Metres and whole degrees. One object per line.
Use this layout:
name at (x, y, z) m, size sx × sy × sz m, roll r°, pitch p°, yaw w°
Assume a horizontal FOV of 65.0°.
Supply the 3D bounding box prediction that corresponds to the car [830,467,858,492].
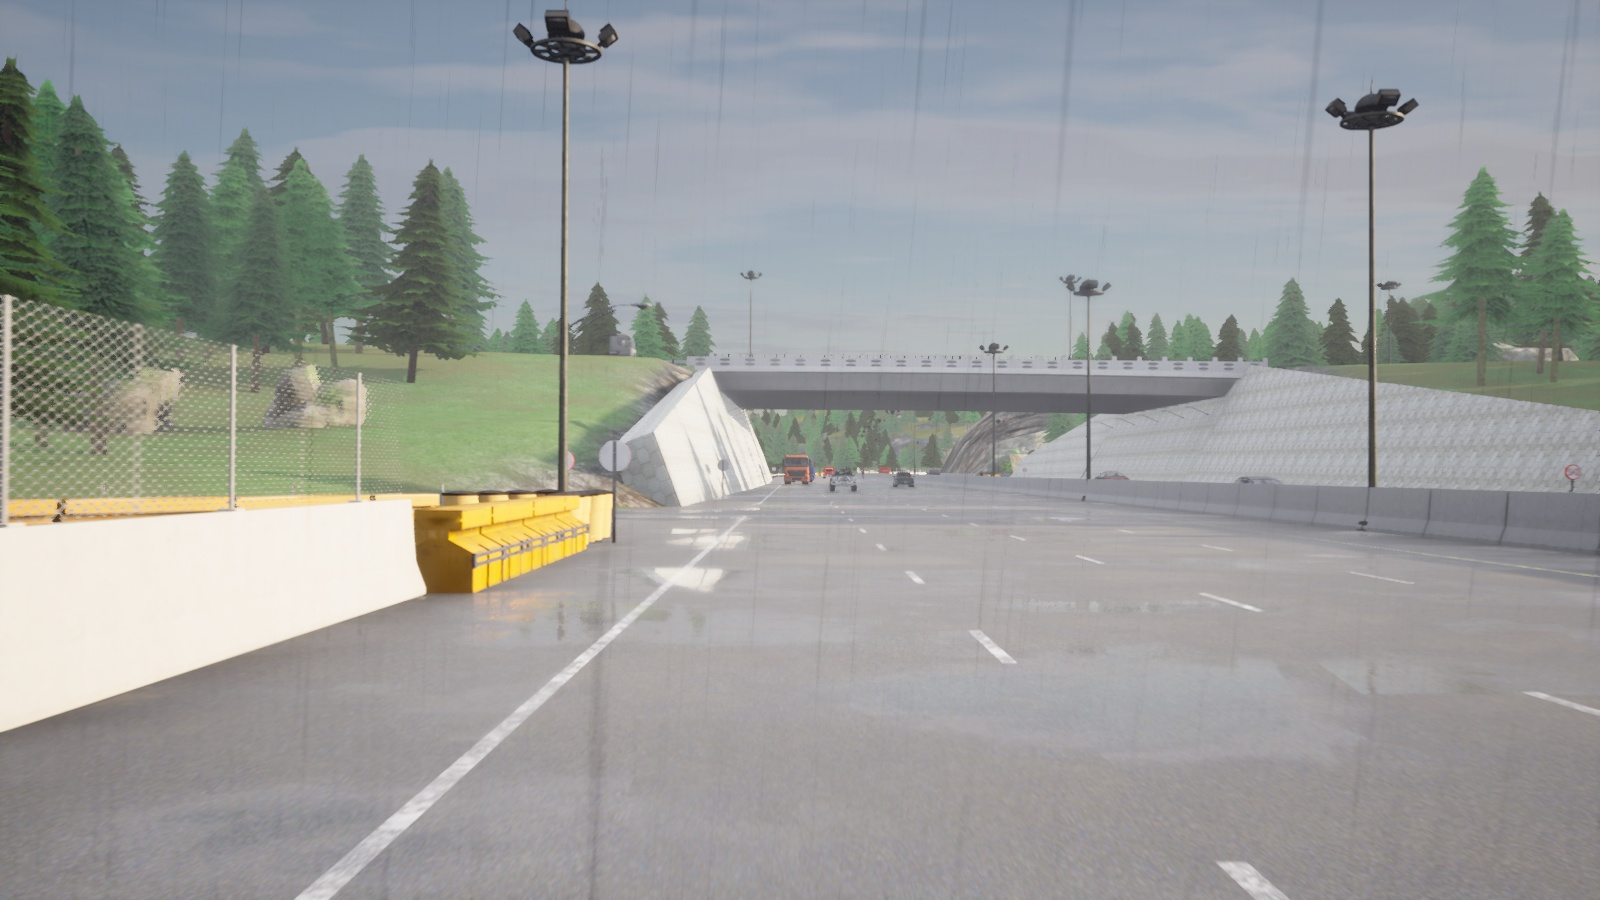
car at (3.271, 2.197, 94.322) m, size 1.932 × 1.855 × 4.605 m, roll 0°, pitch -1°, yaw 0°

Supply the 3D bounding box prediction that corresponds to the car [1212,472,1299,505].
car at (20.860, 1.746, 57.782) m, size 2.033 × 1.411 × 5.357 m, roll 0°, pitch -1°, yaw 0°
